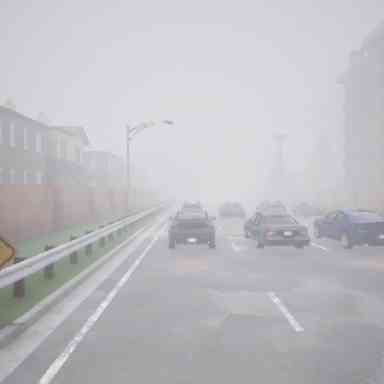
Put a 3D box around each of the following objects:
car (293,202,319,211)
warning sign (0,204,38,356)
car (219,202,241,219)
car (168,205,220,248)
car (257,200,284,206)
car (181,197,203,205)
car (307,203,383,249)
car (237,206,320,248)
[{"bbox_3d":[10.500,1.563,29.650,2.033,1.411,5.357,0,0,0],"label":"car"},{"bbox_3d":[-3.050,1.114,4.646,1.300,1.860,1.060,0,0,0],"label":"warning sign"},{"bbox_3d":[3.500,1.573,29.650,1.994,1.385,4.181,0,0,0],"label":"car"},{"bbox_3d":[0.000,1.517,14.650,1.837,1.490,4.892,0,0,0],"label":"car"},{"bbox_3d":[7.000,1.495,29.650,2.128,1.511,4.902,0,0,0],"label":"car"},{"bbox_3d":[0.000,1.495,29.650,2.128,1.511,4.902,0,0,0],"label":"car"},{"bbox_3d":[7.000,1.485,14.650,1.882,1.535,5.008,0,0,0],"label":"car"},{"bbox_3d":[3.500,1.563,14.650,2.033,1.411,5.357,0,0,0],"label":"car"}]
